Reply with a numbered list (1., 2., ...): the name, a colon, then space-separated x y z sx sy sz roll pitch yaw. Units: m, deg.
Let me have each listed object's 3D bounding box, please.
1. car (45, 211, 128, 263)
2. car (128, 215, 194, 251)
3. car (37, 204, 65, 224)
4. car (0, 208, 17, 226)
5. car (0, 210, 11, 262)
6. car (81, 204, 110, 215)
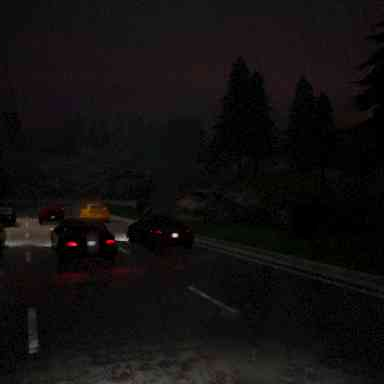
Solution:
1. car: -4.256 1.683 12.693 2.033 1.411 5.357 0 -1 -26
2. car: -1.566 1.729 15.164 1.994 1.385 4.181 0 -1 -26
3. car: -11.700 1.768 27.673 1.882 1.535 5.008 0 0 -26
4. car: -14.406 1.862 25.213 1.895 1.301 4.718 0 -1 -26
5. car: -7.825 1.632 12.026 1.837 1.490 4.892 0 0 -26
6. car: -8.576 1.788 29.251 1.882 1.535 5.008 0 0 -26
